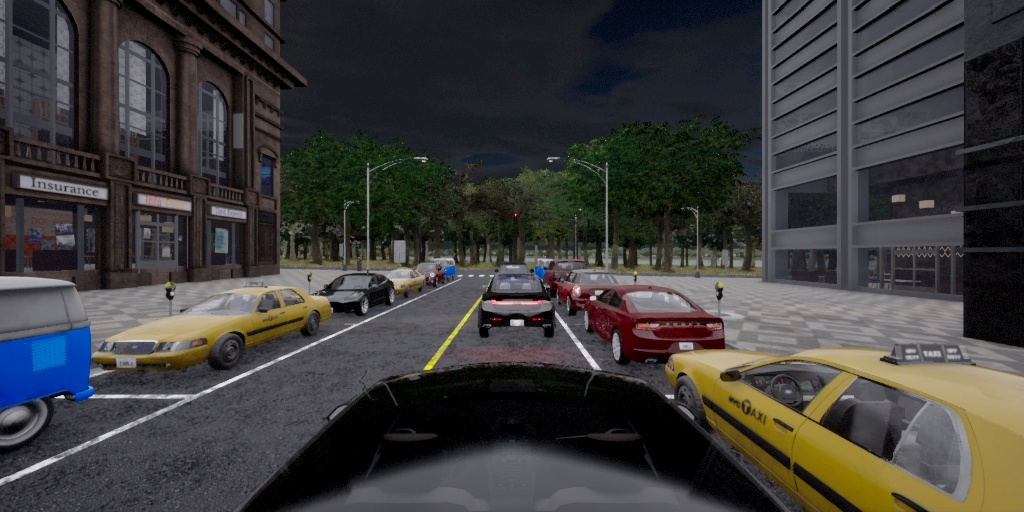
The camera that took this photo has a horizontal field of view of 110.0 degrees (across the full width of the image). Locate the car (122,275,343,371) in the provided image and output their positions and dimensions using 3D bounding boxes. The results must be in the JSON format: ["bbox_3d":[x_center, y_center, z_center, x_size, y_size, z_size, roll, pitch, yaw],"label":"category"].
[{"bbox_3d":[-5.754,1.275,7.764,1.751,1.417,4.829,0,0,0],"label":"car"}]

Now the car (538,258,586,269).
[{"bbox_3d":[2.788,1.066,18.795,2.192,1.841,5.009,0,0,0],"label":"car"}]

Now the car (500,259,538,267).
[{"bbox_3d":[0.128,1.103,19.200,2.097,1.767,4.553,0,0,1],"label":"car"}]

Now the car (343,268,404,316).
[{"bbox_3d":[-5.745,1.316,13.371,1.948,1.339,4.313,0,0,0],"label":"car"}]

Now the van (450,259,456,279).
[{"bbox_3d":[-5.720,1.095,29.684,1.690,1.789,3.998,0,0,0],"label":"van"}]

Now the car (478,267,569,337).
[{"bbox_3d":[0.113,1.242,10.235,2.128,1.511,4.902,0,0,0],"label":"car"}]

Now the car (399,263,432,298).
[{"bbox_3d":[-5.737,1.277,18.639,1.751,1.417,4.829,0,0,0],"label":"car"}]

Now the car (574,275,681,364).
[{"bbox_3d":[2.771,1.295,7.921,1.888,1.381,4.507,0,0,0],"label":"car"}]

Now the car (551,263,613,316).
[{"bbox_3d":[2.780,1.190,13.358,1.967,1.591,4.097,0,0,0],"label":"car"}]

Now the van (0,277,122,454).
[{"bbox_3d":[-5.762,1.091,2.496,1.690,1.789,3.998,0,0,0],"label":"van"}]

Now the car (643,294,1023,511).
[{"bbox_3d":[2.763,1.275,2.653,1.751,1.417,4.829,0,0,0],"label":"car"}]

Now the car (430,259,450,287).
[{"bbox_3d":[-5.728,1.192,24.246,1.967,1.591,4.097,0,0,0],"label":"car"}]
